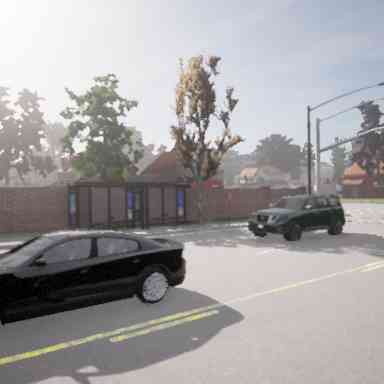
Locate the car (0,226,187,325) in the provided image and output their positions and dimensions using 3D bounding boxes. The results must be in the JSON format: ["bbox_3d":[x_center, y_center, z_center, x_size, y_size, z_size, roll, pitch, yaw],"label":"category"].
[{"bbox_3d":[-2.451,1.476,6.543,5.008,1.535,1.882,0,0,-36],"label":"car"}]

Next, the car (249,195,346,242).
[{"bbox_3d":[5.302,1.165,16.379,5.566,2.045,2.150,0,0,-35],"label":"car"}]
